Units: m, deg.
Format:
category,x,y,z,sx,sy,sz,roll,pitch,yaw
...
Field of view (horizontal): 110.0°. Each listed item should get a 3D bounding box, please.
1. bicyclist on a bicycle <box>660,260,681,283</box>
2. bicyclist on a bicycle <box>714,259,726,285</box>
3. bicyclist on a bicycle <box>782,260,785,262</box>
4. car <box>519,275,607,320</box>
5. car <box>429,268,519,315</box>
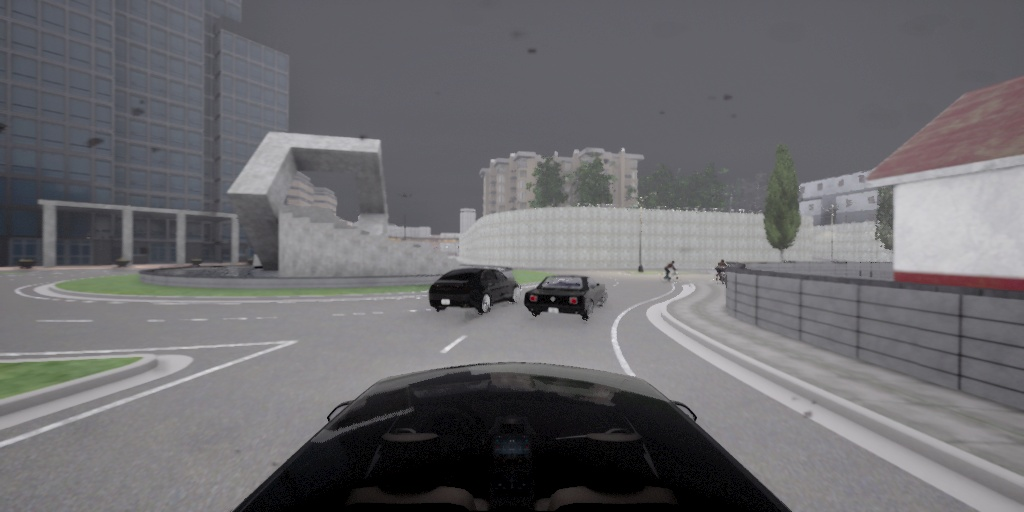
category,x,y,z,sx,sy,sz,roll,pitch,yaw
bicyclist on a bicycle,11.692,1.150,26.383,1.656,1.620,0.582,1,0,-5
bicyclist on a bicycle,13.514,1.035,23.186,1.656,1.620,0.582,1,0,-33
bicyclist on a bicycle,27.251,1.216,36.225,1.656,1.620,0.582,1,0,9
car,2.084,1.303,12.564,1.895,1.301,4.718,1,0,23
car,-1.187,1.176,13.420,1.837,1.490,4.892,-1,0,21
